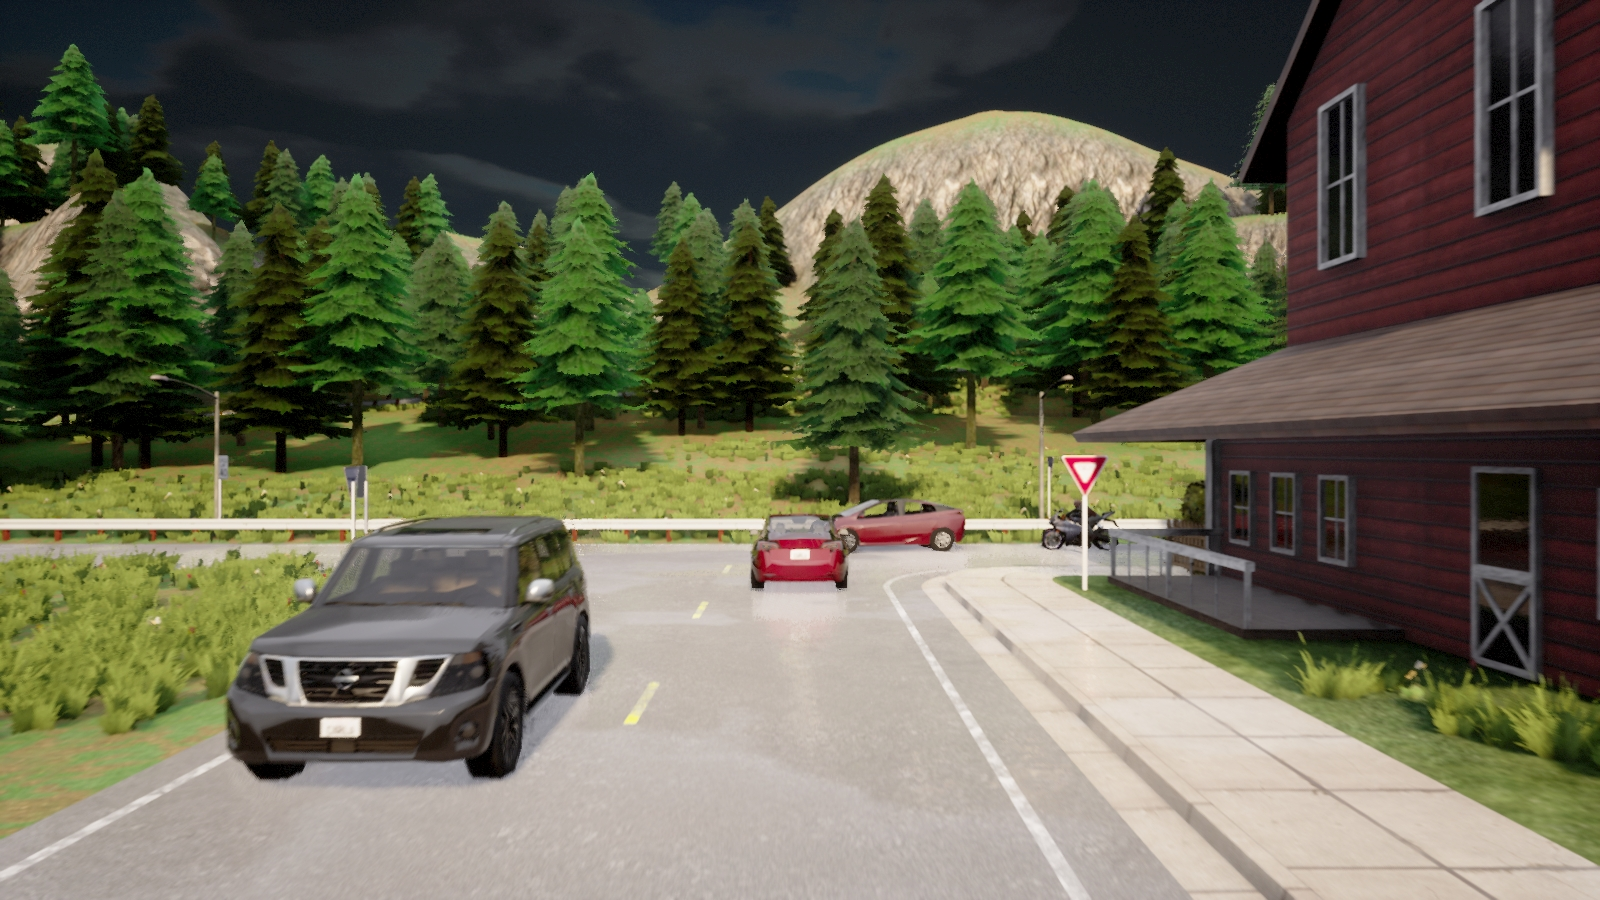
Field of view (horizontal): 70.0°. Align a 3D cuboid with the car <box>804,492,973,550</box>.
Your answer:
[{"bbox_3d":[2.530,2.020,33.200,4.514,1.525,2.007,0,0,-10],"label":"car"}]

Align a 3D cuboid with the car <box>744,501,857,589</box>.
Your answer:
[{"bbox_3d":[-0.013,1.931,24.329,2.163,1.488,4.792,0,0,0],"label":"car"}]

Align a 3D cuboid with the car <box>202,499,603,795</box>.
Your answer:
[{"bbox_3d":[-3.541,1.640,11.586,2.150,2.045,5.566,0,0,0],"label":"car"}]

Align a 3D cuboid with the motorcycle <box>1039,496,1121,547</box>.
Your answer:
[{"bbox_3d":[8.223,2.101,33.654,2.209,1.460,0.867,0,0,0],"label":"motorcycle"}]
